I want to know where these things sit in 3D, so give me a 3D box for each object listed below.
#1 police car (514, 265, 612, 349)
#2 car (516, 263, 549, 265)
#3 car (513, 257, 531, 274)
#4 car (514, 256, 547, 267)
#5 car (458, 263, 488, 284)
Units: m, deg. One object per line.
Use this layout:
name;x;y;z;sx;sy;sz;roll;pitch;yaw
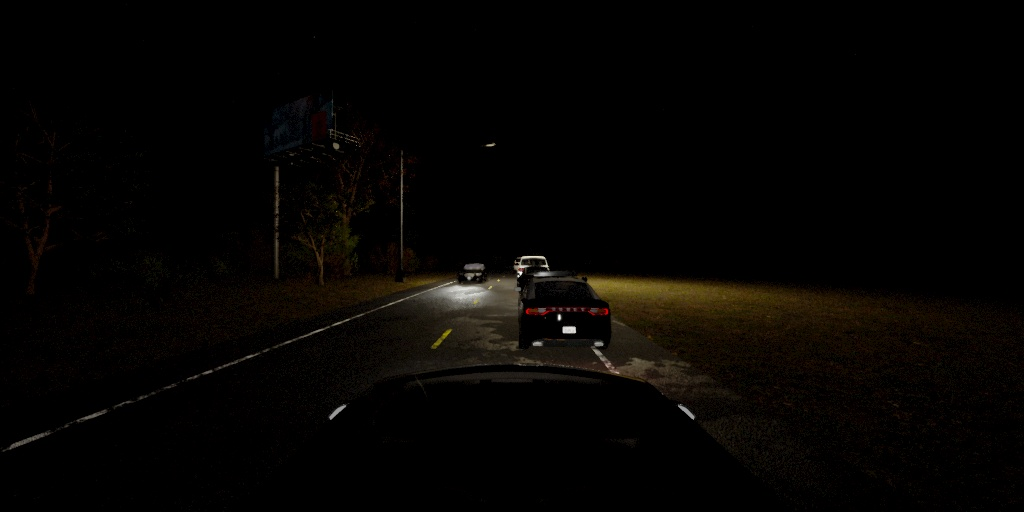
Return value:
police car;1.100;1.184;9.286;1.930;1.638;5.238;0;0;1
car;1.277;1.296;19.142;1.837;1.490;4.892;0;0;1
car;1.395;1.203;46.496;2.150;2.045;5.566;0;0;4
car;1.446;1.044;25.151;2.150;2.045;5.566;0;0;2
car;-2.975;1.329;28.065;2.128;1.511;4.902;0;0;2
